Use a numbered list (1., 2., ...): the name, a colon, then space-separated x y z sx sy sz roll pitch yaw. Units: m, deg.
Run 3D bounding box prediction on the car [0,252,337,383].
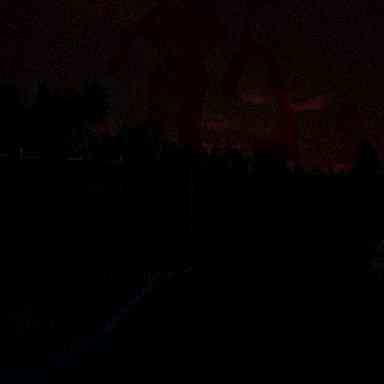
1. car: -0.358 1.557 4.224 5.357 1.411 2.033 0 0 -35
